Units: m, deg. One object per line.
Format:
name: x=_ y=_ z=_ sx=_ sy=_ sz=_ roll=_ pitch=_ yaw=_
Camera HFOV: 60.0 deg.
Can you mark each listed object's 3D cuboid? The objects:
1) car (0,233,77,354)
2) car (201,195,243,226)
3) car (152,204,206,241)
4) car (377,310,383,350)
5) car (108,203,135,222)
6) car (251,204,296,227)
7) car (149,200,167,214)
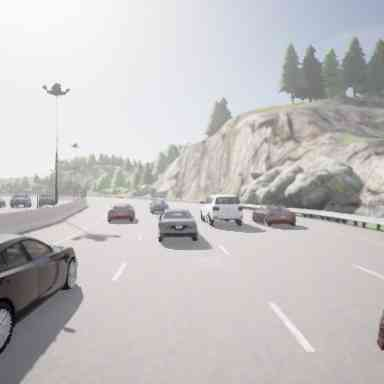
car: x=-3.615 y=1.481 z=5.982 sx=1.882 sy=1.535 sz=5.008 roll=0 pitch=0 yaw=-2
car: x=1.960 y=1.204 z=23.362 sx=2.150 sy=2.045 sz=5.566 roll=0 pitch=0 yaw=-7
car: x=-0.793 y=1.539 z=16.638 sx=2.033 sy=1.411 sz=5.357 roll=0 pitch=0 yaw=-5
car: x=3.462 y=1.556 z=2.702 sx=1.994 sy=1.385 sz=4.181 roll=0 pitch=0 yaw=-1
car: x=-5.574 y=1.560 z=26.535 sx=1.994 sy=1.385 sz=4.181 roll=0 pitch=0 yaw=-8
car: x=5.510 y=1.540 z=22.913 sx=1.994 sy=1.385 sz=4.181 roll=0 pitch=0 yaw=-7
car: x=-3.574 y=1.534 z=35.616 sx=2.033 sy=1.411 sz=5.357 roll=0 pitch=0 yaw=-11
